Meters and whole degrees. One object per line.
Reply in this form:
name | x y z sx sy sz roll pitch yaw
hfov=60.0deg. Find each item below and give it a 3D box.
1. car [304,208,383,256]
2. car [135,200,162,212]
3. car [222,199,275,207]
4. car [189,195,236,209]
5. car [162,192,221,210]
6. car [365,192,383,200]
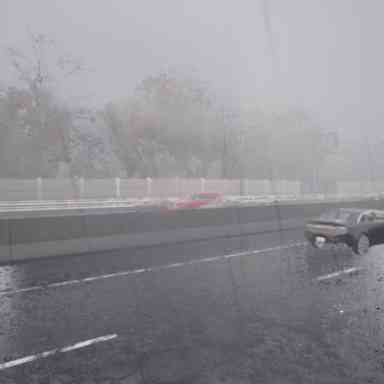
car | 6.269 1.345 12.512 4.902 1.511 2.128 -1 0 -36
car | -3.064 1.413 31.898 4.718 1.301 1.895 -1 0 -35
car | 4.819 1.386 24.622 4.718 1.301 1.895 -1 0 -35
car | 2.542 1.280 27.297 4.902 1.511 2.128 -1 0 -35
car | 0.446 1.011 30.100 5.566 2.045 2.150 -1 0 -35
car | 31.108 0.802 56.170 5.008 1.535 1.882 -1 1 -35
